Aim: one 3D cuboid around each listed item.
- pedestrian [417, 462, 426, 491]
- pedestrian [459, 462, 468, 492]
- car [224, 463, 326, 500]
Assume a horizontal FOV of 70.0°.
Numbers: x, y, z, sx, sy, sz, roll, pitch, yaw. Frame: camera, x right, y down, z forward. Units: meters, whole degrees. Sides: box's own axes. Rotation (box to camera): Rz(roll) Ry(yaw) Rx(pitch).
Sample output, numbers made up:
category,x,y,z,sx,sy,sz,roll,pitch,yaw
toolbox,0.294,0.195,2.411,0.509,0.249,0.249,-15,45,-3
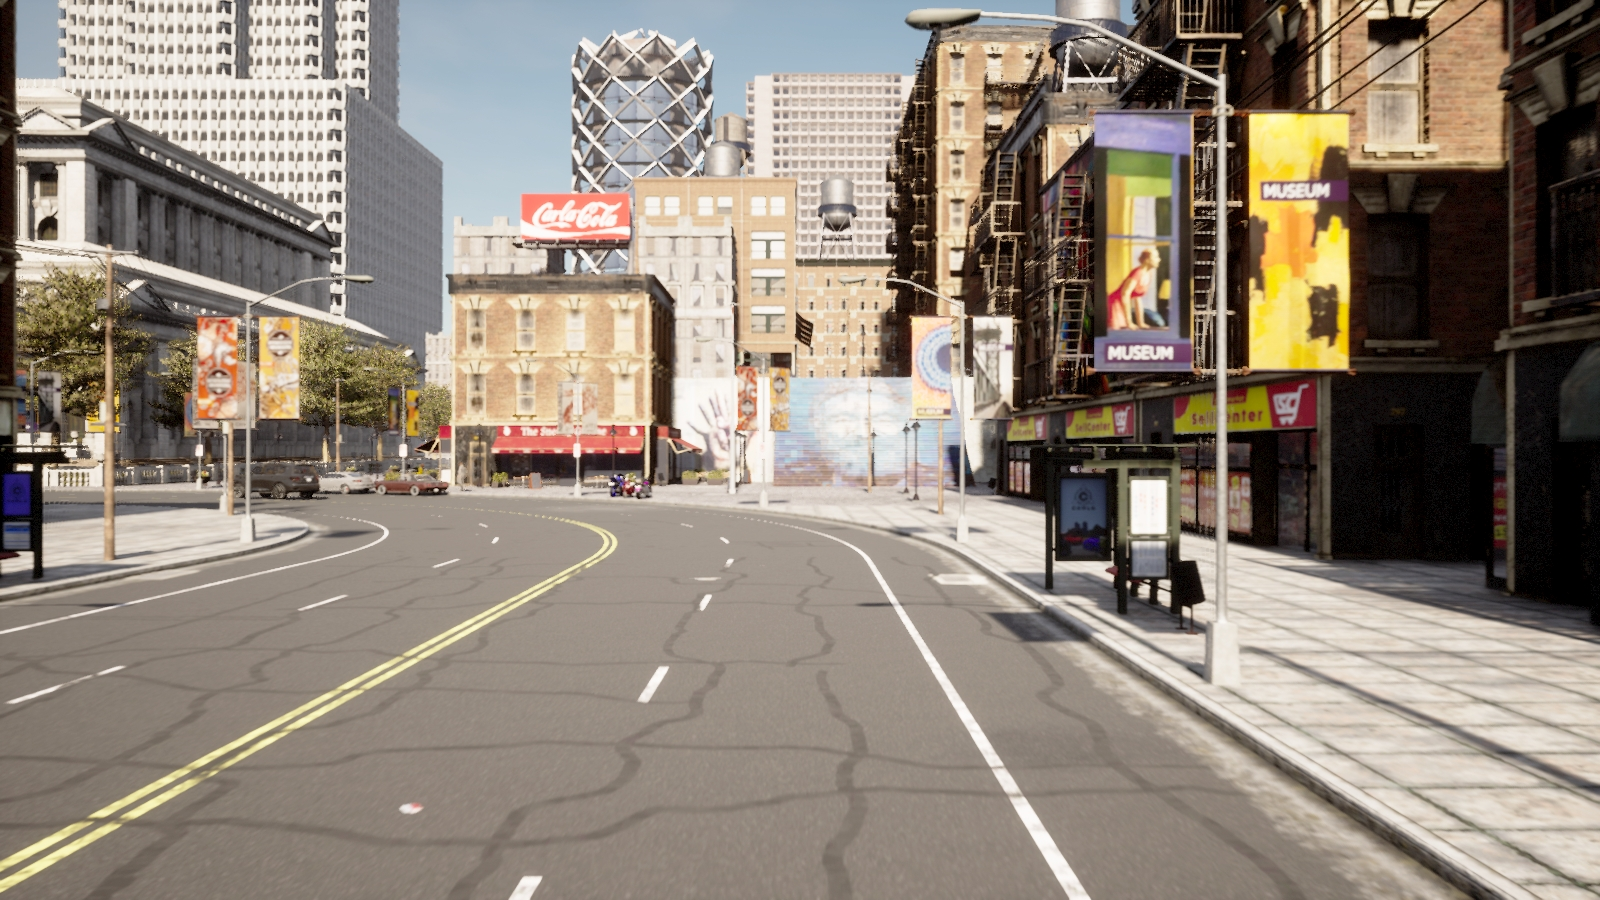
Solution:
category,x,y,z,sx,sy,sz,roll,pitch,yaw
pedestrian,-24.511,1.696,74.010,0.375,1.860,0.375,0,0,21
pedestrian,-21.287,1.696,72.261,0.375,1.860,0.375,0,0,24
car,-30.090,1.779,65.456,5.566,2.045,2.150,0,0,24
